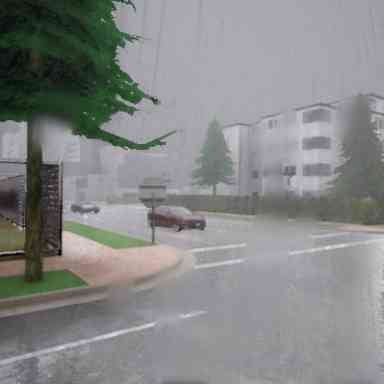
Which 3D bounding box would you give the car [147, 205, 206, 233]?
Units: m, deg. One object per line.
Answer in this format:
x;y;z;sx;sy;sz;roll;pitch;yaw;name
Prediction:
-1.068;1.589;20.986;1.882;1.535;5.008;0;0;-35;car

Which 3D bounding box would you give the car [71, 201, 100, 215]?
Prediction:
-11.855;1.674;36.804;2.033;1.411;5.357;0;0;-35;car
